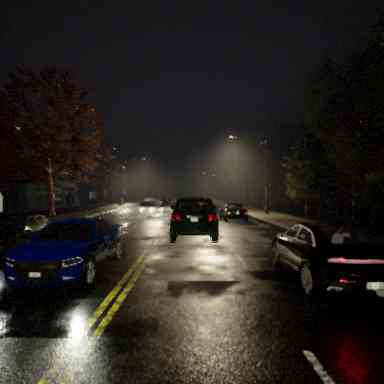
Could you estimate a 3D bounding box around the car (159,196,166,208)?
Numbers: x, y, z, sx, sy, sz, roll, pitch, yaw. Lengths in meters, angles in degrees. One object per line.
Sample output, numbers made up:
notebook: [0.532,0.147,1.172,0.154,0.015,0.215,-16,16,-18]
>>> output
car: [-3.752,1.446,50.554,2.097,1.767,4.553,0,0,-1]

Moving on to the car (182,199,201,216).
car: [-0.075,1.569,34.792,1.837,1.490,4.892,0,0,-1]

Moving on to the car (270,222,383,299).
car: [3.348,1.508,8.506,2.128,1.511,4.902,0,0,0]

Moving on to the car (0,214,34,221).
car: [-6.603,1.570,12.533,2.033,1.411,5.357,0,0,0]

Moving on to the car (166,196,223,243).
car: [0.097,1.252,16.456,2.150,2.045,5.566,0,0,0]

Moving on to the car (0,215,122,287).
car: [-3.353,1.495,9.594,1.882,1.535,5.008,0,0,0]

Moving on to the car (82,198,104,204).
car: [-20.706,1.949,69.616,4.313,1.339,1.947,-1,1,-1]

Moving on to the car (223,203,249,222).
car: [3.294,1.596,26.731,2.033,1.411,5.357,0,0,-1]

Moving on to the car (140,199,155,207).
car: [-7.027,1.699,52.840,1.895,1.301,4.718,0,0,0]
